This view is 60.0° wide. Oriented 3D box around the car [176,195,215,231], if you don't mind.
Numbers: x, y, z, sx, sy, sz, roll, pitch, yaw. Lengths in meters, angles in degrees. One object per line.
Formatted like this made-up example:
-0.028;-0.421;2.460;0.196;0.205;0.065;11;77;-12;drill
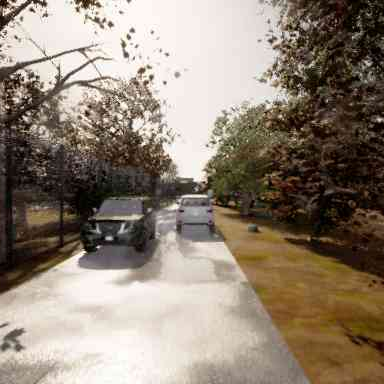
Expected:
0.213;1.197;20.660;2.150;2.045;5.566;0;0;0;car

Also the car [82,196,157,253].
-2.777;1.203;13.981;2.150;2.045;5.566;0;0;0;car

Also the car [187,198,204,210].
0.385;1.497;42.547;2.033;1.411;5.357;0;0;0;car
